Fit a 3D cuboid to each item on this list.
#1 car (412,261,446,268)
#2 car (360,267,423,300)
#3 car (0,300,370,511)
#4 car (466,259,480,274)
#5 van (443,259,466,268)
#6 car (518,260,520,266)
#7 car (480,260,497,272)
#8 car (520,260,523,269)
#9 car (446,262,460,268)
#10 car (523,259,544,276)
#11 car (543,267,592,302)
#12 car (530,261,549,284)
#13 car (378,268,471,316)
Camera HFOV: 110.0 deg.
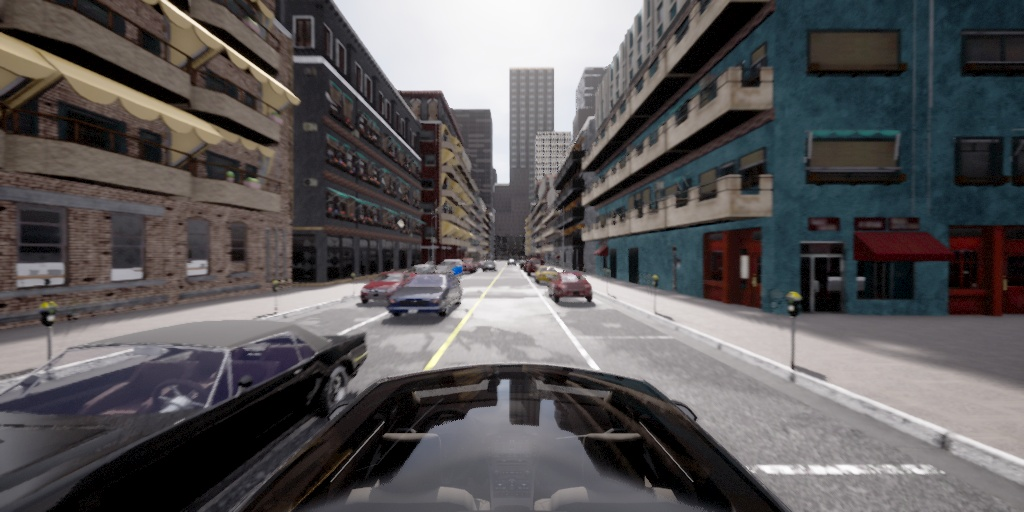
[{"bbox_3d":[-5.668,1.282,22.639,1.967,1.591,4.097,0,0,0],"label":"car"},{"bbox_3d":[-5.665,1.400,17.038,1.802,1.307,4.207,0,0,0],"label":"car"},{"bbox_3d":[-3.095,1.359,3.176,1.895,1.301,4.718,0,0,0],"label":"car"},{"bbox_3d":[-5.702,1.252,45.047,2.192,1.841,5.009,0,0,0],"label":"car"},{"bbox_3d":[-5.673,1.230,33.843,1.690,1.789,3.998,0,0,0],"label":"van"},{"bbox_3d":[2.331,1.480,61.463,1.882,1.535,5.008,0,0,0],"label":"car"},{"bbox_3d":[-3.085,1.459,49.581,1.837,1.490,4.892,0,0,0],"label":"car"},{"bbox_3d":[2.666,1.270,50.625,2.192,1.841,5.009,0,0,0],"label":"car"},{"bbox_3d":[-5.671,1.416,28.241,2.007,1.370,4.403,0,0,0],"label":"car"},{"bbox_3d":[2.672,1.222,39.421,2.192,1.841,5.009,0,0,0],"label":"car"},{"bbox_3d":[2.683,1.395,17.013,1.802,1.307,4.207,0,0,0],"label":"car"},{"bbox_3d":[2.677,1.386,28.387,1.751,1.417,4.829,0,0,0],"label":"car"},{"bbox_3d":[-3.063,1.351,13.842,2.033,1.411,5.357,0,0,1],"label":"car"}]
